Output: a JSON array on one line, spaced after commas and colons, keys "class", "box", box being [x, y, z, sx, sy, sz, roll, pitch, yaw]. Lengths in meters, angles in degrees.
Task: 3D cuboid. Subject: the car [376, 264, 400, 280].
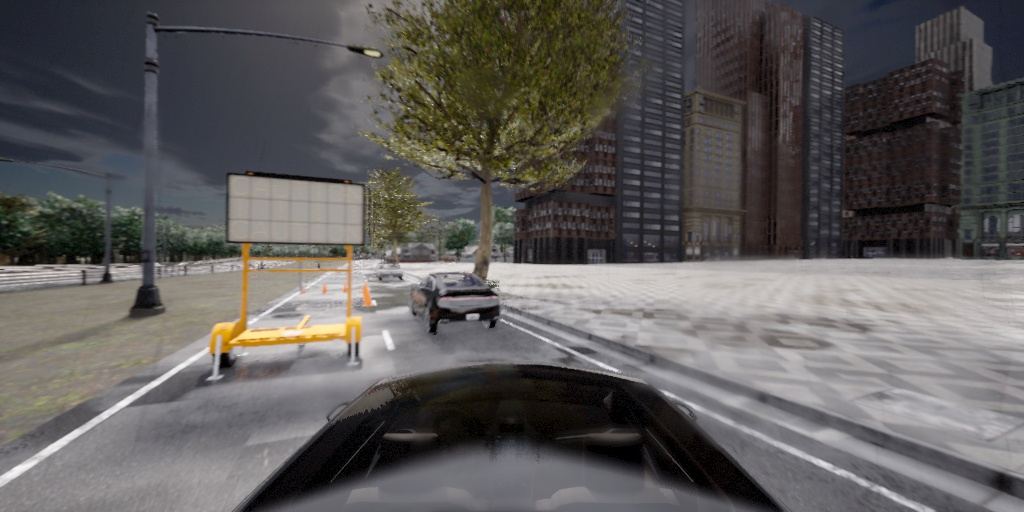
[{"class": "car", "box": [-10.632, 1.371, 30.995, 1.895, 1.301, 4.718, 1, 0, -23]}]

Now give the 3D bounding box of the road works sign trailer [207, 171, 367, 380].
[{"class": "road works sign trailer", "box": [-4.345, 0.172, 7.360, 2.380, 3.560, 2.880, 0, 0, -23]}]

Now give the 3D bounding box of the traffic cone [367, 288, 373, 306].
[{"class": "traffic cone", "box": [-5.757, 1.678, 14.375, 0.340, 0.580, 0.340, 0, 0, -23]}]

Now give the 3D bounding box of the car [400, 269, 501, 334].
[{"class": "car", "box": [-1.891, 1.238, 10.779, 2.128, 1.511, 4.902, 1, 0, -23]}]
